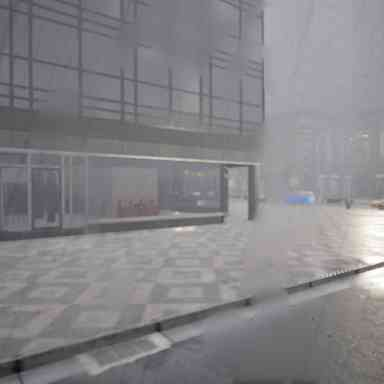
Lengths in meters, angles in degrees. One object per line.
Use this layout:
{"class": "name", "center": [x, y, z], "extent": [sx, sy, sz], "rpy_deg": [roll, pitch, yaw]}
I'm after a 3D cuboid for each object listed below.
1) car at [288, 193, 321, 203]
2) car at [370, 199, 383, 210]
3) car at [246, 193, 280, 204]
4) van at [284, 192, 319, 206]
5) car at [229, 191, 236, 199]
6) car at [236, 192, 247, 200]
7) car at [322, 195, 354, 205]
{"class": "car", "center": [17.134, 0.914, 51.002], "extent": [1.887, 1.381, 4.507], "rpy_deg": [0, 1, -35]}
{"class": "car", "center": [19.975, 1.149, 32.165], "extent": [1.752, 1.417, 4.829], "rpy_deg": [0, 0, -35]}
{"class": "car", "center": [10.168, 0.981, 46.085], "extent": [2.008, 1.369, 4.403], "rpy_deg": [0, 0, -35]}
{"class": "van", "center": [13.405, 0.842, 41.491], "extent": [1.690, 1.788, 3.998], "rpy_deg": [0, 0, -35]}
{"class": "car", "center": [7.426, 0.570, 64.778], "extent": [1.967, 1.590, 4.097], "rpy_deg": [0, 1, -35]}
{"class": "car", "center": [10.660, 0.763, 60.188], "extent": [2.008, 1.369, 4.403], "rpy_deg": [0, 1, -35]}
{"class": "car", "center": [20.368, 1.005, 46.410], "extent": [1.947, 1.339, 4.313], "rpy_deg": [0, 1, -35]}
